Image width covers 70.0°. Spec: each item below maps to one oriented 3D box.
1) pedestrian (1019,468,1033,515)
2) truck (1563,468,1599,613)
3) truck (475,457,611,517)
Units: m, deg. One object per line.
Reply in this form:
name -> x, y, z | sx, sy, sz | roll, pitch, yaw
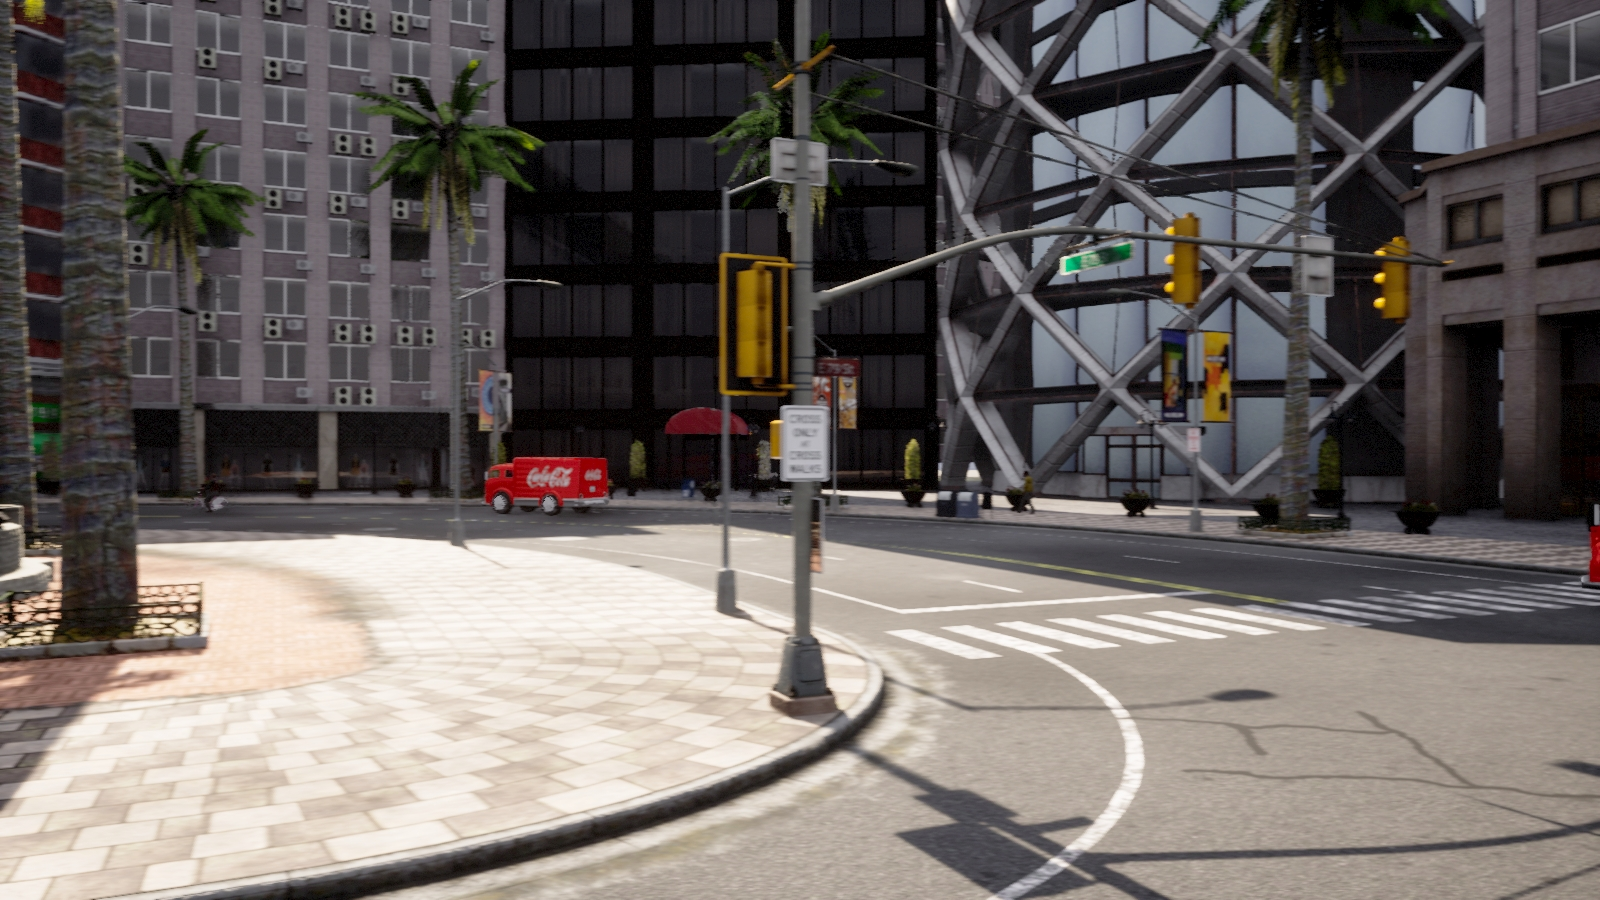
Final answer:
pedestrian -> 9.139, 1.679, 46.205 | 0.375, 1.860, 0.375 | 0, 0, -44
truck -> 15.765, 1.562, 18.380 | 2.627, 2.467, 5.204 | 0, 0, -24
truck -> -11.121, 1.546, 49.512 | 5.204, 2.467, 2.627 | 0, 0, 23
